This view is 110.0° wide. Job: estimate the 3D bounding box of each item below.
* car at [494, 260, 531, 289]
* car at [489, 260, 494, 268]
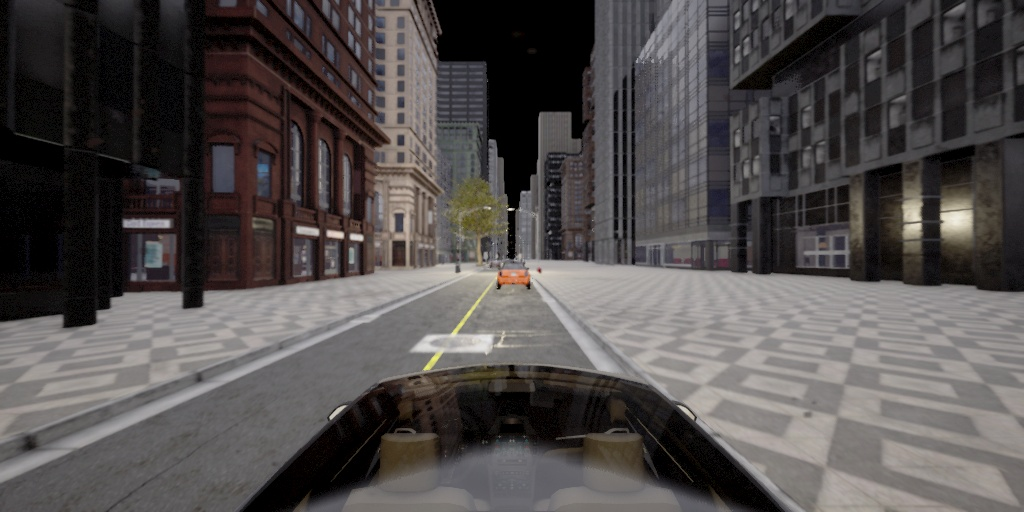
[{"bbox_3d":[0.102,1.143,23.683,2.097,1.767,4.553,0,0,0],"label":"car"},{"bbox_3d":[-2.998,1.437,63.296,1.812,1.442,4.674,0,0,0],"label":"car"}]
